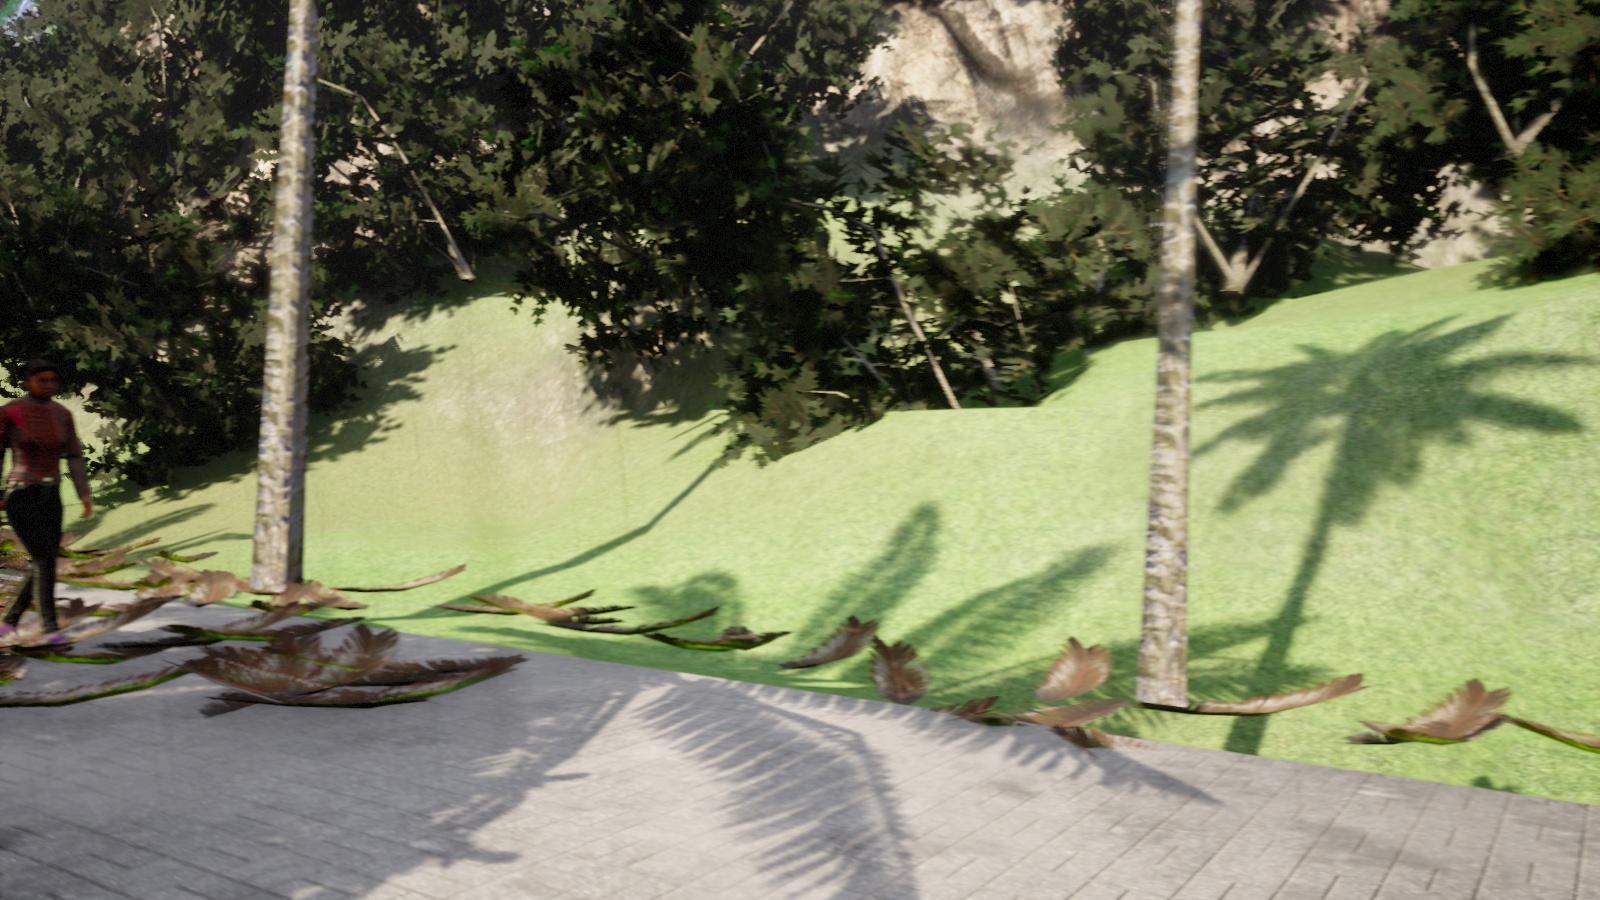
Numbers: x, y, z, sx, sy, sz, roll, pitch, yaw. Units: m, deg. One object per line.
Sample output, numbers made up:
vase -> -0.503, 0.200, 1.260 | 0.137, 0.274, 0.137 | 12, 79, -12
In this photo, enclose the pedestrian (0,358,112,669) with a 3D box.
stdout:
pedestrian -> -4.633, 0.369, 7.657 | 0.869, 1.805, 0.328 | 0, 1, 29
